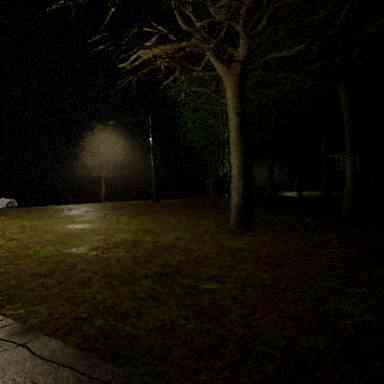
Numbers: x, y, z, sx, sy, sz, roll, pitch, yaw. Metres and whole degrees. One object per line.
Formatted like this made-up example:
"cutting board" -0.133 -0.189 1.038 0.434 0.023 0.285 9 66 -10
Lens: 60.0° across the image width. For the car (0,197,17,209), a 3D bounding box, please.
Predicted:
"car" -17.986 0.905 29.379 1.812 1.442 4.674 -4 -1 34
